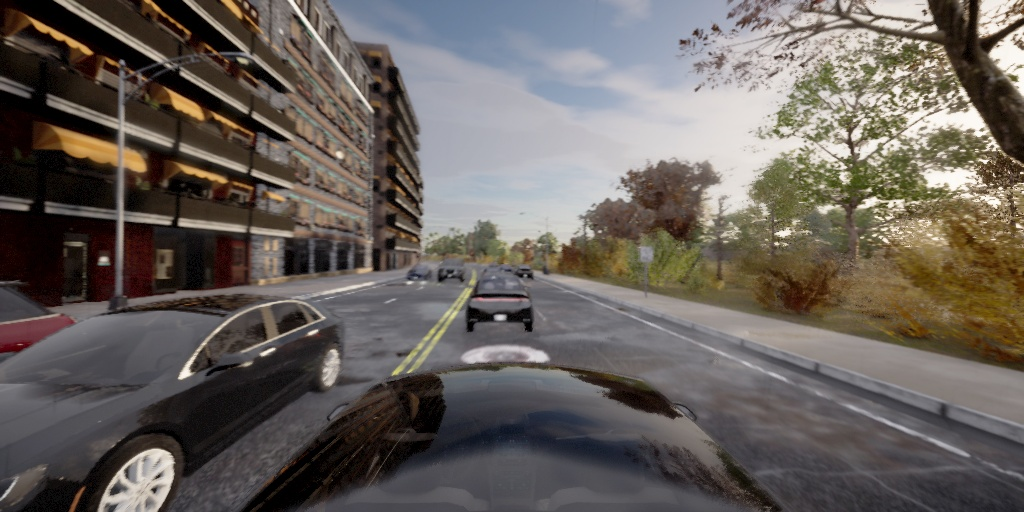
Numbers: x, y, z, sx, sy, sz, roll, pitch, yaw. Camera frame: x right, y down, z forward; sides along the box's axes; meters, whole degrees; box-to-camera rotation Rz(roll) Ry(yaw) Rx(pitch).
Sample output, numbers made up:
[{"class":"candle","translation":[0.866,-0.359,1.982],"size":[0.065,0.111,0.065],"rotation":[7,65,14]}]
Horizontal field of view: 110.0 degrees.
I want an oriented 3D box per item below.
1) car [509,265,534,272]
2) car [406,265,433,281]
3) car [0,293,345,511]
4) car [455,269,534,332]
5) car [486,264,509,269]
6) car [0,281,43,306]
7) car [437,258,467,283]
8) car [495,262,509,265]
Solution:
[{"class":"car","translation":[1.078,1.650,36.652],"size":[1.837,1.490,4.892],"rotation":[1,-1,-5]},{"class":"car","translation":[-8.651,1.555,34.045],"size":[2.033,1.411,5.357],"rotation":[1,-1,-5]},{"class":"car","translation":[-3.520,1.238,3.902],"size":[1.837,1.490,4.892],"rotation":[1,-1,-2]},{"class":"car","translation":[-0.408,1.344,11.325],"size":[2.128,1.511,4.902],"rotation":[1,-1,-3]},{"class":"car","translation":[-1.576,1.600,29.320],"size":[1.994,1.385,4.181],"rotation":[1,-1,-4]},{"class":"car","translation":[-6.827,1.036,2.929],"size":[2.097,1.767,4.553],"rotation":[1,-1,0]},{"class":"car","translation":[-5.187,1.239,31.512],"size":[2.150,2.045,5.566],"rotation":[1,-1,-4]},{"class":"car","translation":[-1.159,1.911,58.165],"size":[1.994,1.385,4.181],"rotation":[1,-1,-7]}]
